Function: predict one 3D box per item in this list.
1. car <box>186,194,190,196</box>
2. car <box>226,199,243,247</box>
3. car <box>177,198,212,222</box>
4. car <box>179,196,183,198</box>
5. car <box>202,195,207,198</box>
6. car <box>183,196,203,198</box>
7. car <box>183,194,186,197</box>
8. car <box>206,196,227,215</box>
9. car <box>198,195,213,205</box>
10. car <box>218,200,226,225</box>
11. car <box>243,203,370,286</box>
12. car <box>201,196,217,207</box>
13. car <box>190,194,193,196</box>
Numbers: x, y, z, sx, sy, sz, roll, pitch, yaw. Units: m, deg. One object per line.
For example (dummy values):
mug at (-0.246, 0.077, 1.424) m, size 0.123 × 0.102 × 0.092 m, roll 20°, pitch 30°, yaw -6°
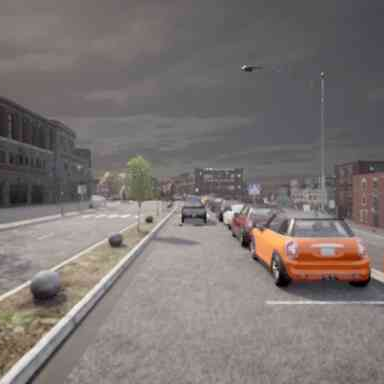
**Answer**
car at (0.526, 1.607, 75.790) m, size 2.231 × 1.521 × 4.892 m, roll 0°, pitch 0°, yaw -7°
car at (2.997, 1.317, 14.982) m, size 2.185 × 1.767 × 4.553 m, roll 0°, pitch 0°, yaw 0°
car at (0.122, 1.440, 25.471) m, size 2.128 × 1.511 × 4.902 m, roll 0°, pitch 0°, yaw -1°
car at (-1.253, 1.479, 86.896) m, size 2.435 × 2.045 × 5.566 m, roll 0°, pitch -1°, yaw -10°
car at (2.874, 1.492, 48.160) m, size 2.002 × 1.452 × 4.674 m, roll 0°, pitch 0°, yaw -1°
car at (0.054, 1.545, 42.202) m, size 1.895 × 1.301 × 4.718 m, roll 0°, pitch 0°, yaw -1°
car at (-0.315, 1.532, 81.364) m, size 2.185 × 1.767 × 4.553 m, roll 0°, pitch -1°, yaw -9°
car at (2.996, 1.419, 37.094) m, size 2.231 × 1.521 × 4.892 m, roll 0°, pitch 0°, yaw 0°
car at (2.294, 1.387, 59.218) m, size 2.185 × 1.767 × 4.553 m, roll 0°, pitch 0°, yaw -4°
car at (2.996, 1.475, 20.659) m, size 2.002 × 1.452 × 4.674 m, roll 0°, pitch 0°, yaw 0°
car at (2.997, 1.328, 9.462) m, size 2.185 × 1.767 × 4.553 m, roll 0°, pitch 0°, yaw 0°
car at (2.643, 1.482, 53.704) m, size 2.097 × 1.535 × 5.008 m, roll 0°, pitch 0°, yaw -2°
car at (1.215, 1.614, 70.412) m, size 2.002 × 1.452 × 4.674 m, roll 0°, pitch 0°, yaw -6°
